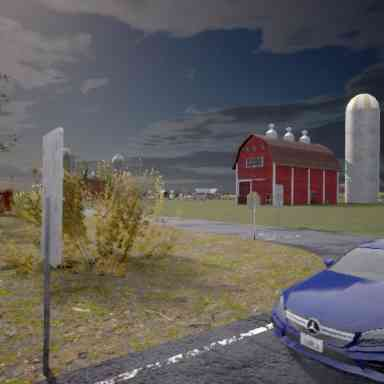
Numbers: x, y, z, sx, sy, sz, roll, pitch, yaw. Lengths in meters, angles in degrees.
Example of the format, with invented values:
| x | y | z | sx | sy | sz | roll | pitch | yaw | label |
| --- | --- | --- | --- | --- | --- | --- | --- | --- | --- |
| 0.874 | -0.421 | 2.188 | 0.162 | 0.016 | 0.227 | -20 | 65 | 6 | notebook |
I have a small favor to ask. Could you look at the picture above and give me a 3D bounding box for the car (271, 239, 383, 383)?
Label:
| x | y | z | sx | sy | sz | roll | pitch | yaw | label |
| --- | --- | --- | --- | --- | --- | --- | --- | --- | --- |
| 3.316 | 1.531 | 5.302 | 4.674 | 1.442 | 1.812 | 0 | 0 | -35 | car |
